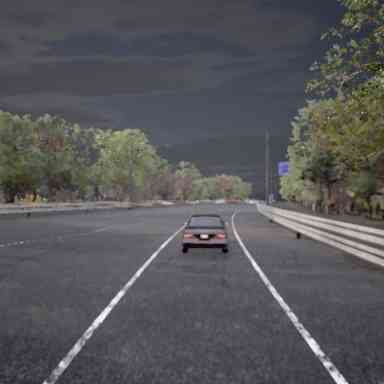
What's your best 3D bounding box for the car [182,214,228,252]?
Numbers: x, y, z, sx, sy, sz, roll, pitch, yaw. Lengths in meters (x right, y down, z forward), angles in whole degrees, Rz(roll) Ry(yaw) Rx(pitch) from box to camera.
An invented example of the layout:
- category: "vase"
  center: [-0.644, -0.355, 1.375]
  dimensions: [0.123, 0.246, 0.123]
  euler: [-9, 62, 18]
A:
- category: "car"
  center: [0.608, 1.678, 14.472]
  dimensions: [2.033, 1.411, 5.357]
  euler: [0, -1, 4]
